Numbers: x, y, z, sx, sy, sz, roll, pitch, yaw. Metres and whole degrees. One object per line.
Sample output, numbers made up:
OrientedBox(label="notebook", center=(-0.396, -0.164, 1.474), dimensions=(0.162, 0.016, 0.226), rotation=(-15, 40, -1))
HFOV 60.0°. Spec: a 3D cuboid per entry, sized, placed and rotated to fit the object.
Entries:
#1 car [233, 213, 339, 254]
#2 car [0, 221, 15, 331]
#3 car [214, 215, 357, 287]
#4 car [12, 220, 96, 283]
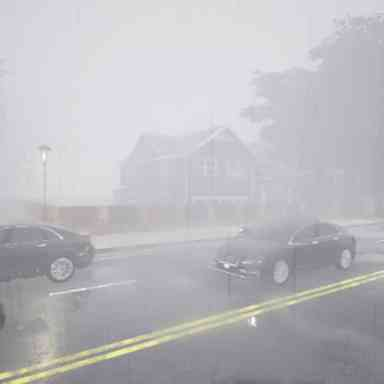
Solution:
OrientedBox(label="car", center=(4.203, 1.680, 14.540), dimensions=(4.718, 1.301, 1.895), rotation=(0, 0, -35))
OrientedBox(label="car", center=(-4.948, 1.340, 4.140), dimensions=(4.553, 1.767, 2.097), rotation=(0, 0, -35))
OrientedBox(label="car", center=(2.843, 1.554, 9.628), dimensions=(4.892, 1.490, 1.837), rotation=(-1, 0, -35))
OrientedBox(label="car", center=(-4.878, 1.508, 8.177), dimensions=(4.892, 1.490, 1.837), rotation=(0, 0, -35))
